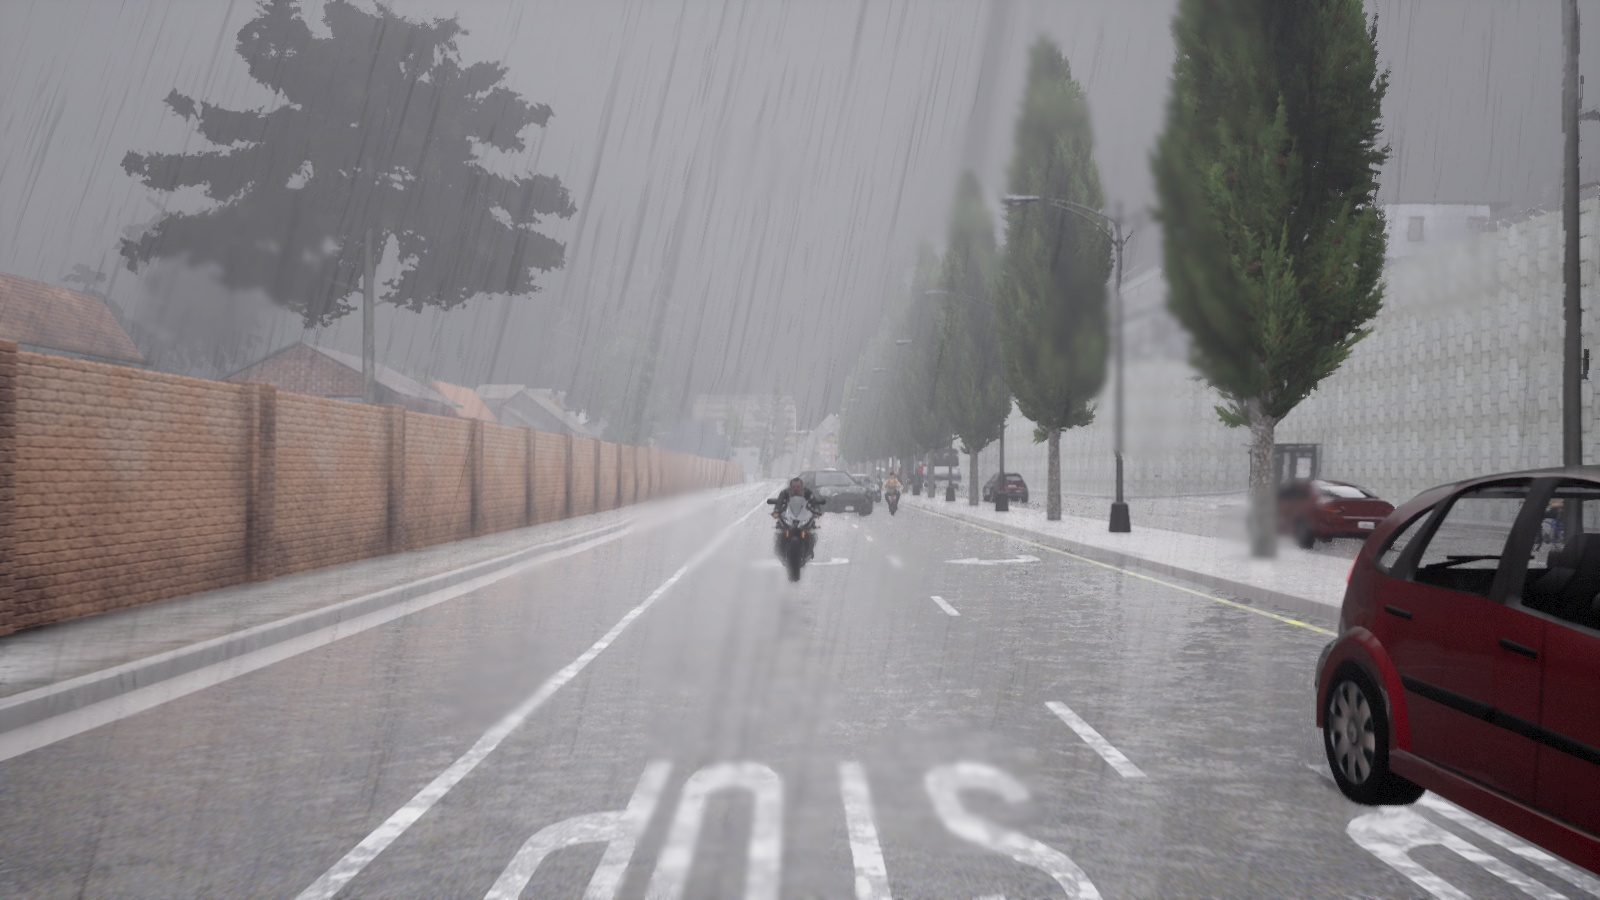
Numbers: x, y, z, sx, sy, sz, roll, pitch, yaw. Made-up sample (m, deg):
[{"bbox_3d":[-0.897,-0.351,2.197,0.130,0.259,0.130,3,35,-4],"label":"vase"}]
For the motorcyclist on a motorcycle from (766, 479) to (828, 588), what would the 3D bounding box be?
[{"bbox_3d":[-0.046,1.199,18.797,0.866,1.530,2.191,0,-1,0],"label":"motorcyclist on a motorcycle"}]

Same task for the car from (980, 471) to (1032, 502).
[{"bbox_3d":[11.330,1.973,69.319,2.033,1.649,4.856,0,-1,0],"label":"car"}]

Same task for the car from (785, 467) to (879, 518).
[{"bbox_3d":[1.120,1.524,46.334,2.097,1.767,4.553,0,-1,-17],"label":"car"}]

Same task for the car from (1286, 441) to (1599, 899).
[{"bbox_3d":[3.488,0.786,4.593,1.851,1.617,3.988,0,-1,0],"label":"car"}]

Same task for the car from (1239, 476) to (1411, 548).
[{"bbox_3d":[11.432,1.308,27.732,1.812,1.442,4.674,0,-1,0],"label":"car"}]

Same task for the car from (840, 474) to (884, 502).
[{"bbox_3d":[3.277,2.005,67.099,1.970,1.475,3.806,0,-1,-3],"label":"car"}]
